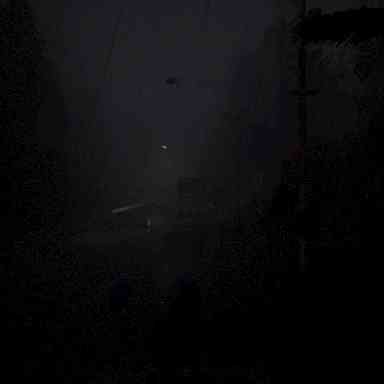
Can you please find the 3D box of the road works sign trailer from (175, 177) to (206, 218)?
[{"bbox_3d":[0.007,0.462,29.238,2.380,3.560,2.880,0,0,0],"label":"road works sign trailer"}]

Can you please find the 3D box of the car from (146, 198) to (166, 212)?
[{"bbox_3d":[-4.092,1.487,38.527,2.128,1.511,4.902,0,0,0],"label":"car"}]
